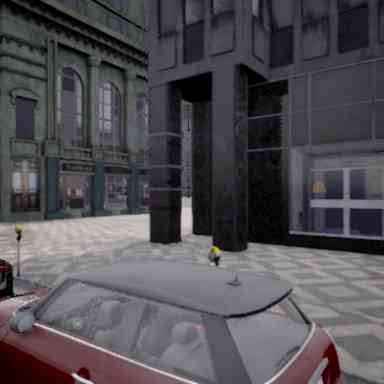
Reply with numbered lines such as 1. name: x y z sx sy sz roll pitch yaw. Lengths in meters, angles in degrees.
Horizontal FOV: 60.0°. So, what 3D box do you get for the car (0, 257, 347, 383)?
1. car: -0.707 1.437 3.460 4.097 1.590 1.967 0 0 35
